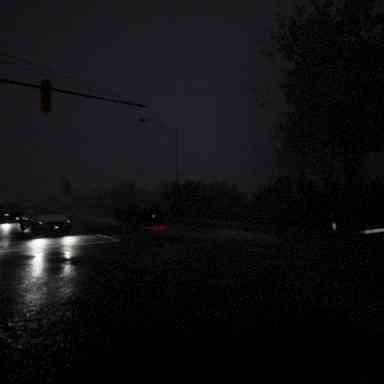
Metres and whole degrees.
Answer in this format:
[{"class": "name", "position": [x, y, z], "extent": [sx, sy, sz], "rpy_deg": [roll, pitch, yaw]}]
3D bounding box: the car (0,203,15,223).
[{"class": "car", "position": [-14.351, 1.559, 26.272], "extent": [2.033, 1.411, 5.357], "rpy_deg": [0, 0, -39]}]

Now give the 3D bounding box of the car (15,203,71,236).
[{"class": "car", "position": [-8.391, 1.539, 18.850], "extent": [1.812, 1.442, 4.674], "rpy_deg": [0, 0, -39]}]

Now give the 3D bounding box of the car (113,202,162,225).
[{"class": "car", "position": [-4.217, 1.513, 24.993], "extent": [1.882, 1.535, 5.008], "rpy_deg": [0, 0, -39]}]
